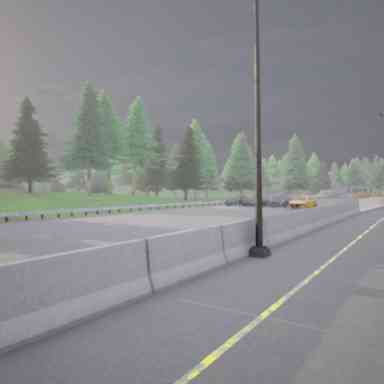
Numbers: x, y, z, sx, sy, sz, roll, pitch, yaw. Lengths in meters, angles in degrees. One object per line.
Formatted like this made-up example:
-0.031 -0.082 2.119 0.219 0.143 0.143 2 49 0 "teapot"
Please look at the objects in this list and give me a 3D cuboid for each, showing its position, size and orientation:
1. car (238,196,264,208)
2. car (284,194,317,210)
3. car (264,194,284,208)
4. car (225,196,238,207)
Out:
8.238 1.326 43.273 1.994 1.385 4.181 -1 0 38 "car"
12.439 1.206 37.283 1.882 1.535 5.008 -1 0 38 "car"
11.348 1.079 41.579 2.097 1.767 4.553 -1 0 38 "car"
6.454 1.279 46.685 1.837 1.490 4.892 -1 0 38 "car"
